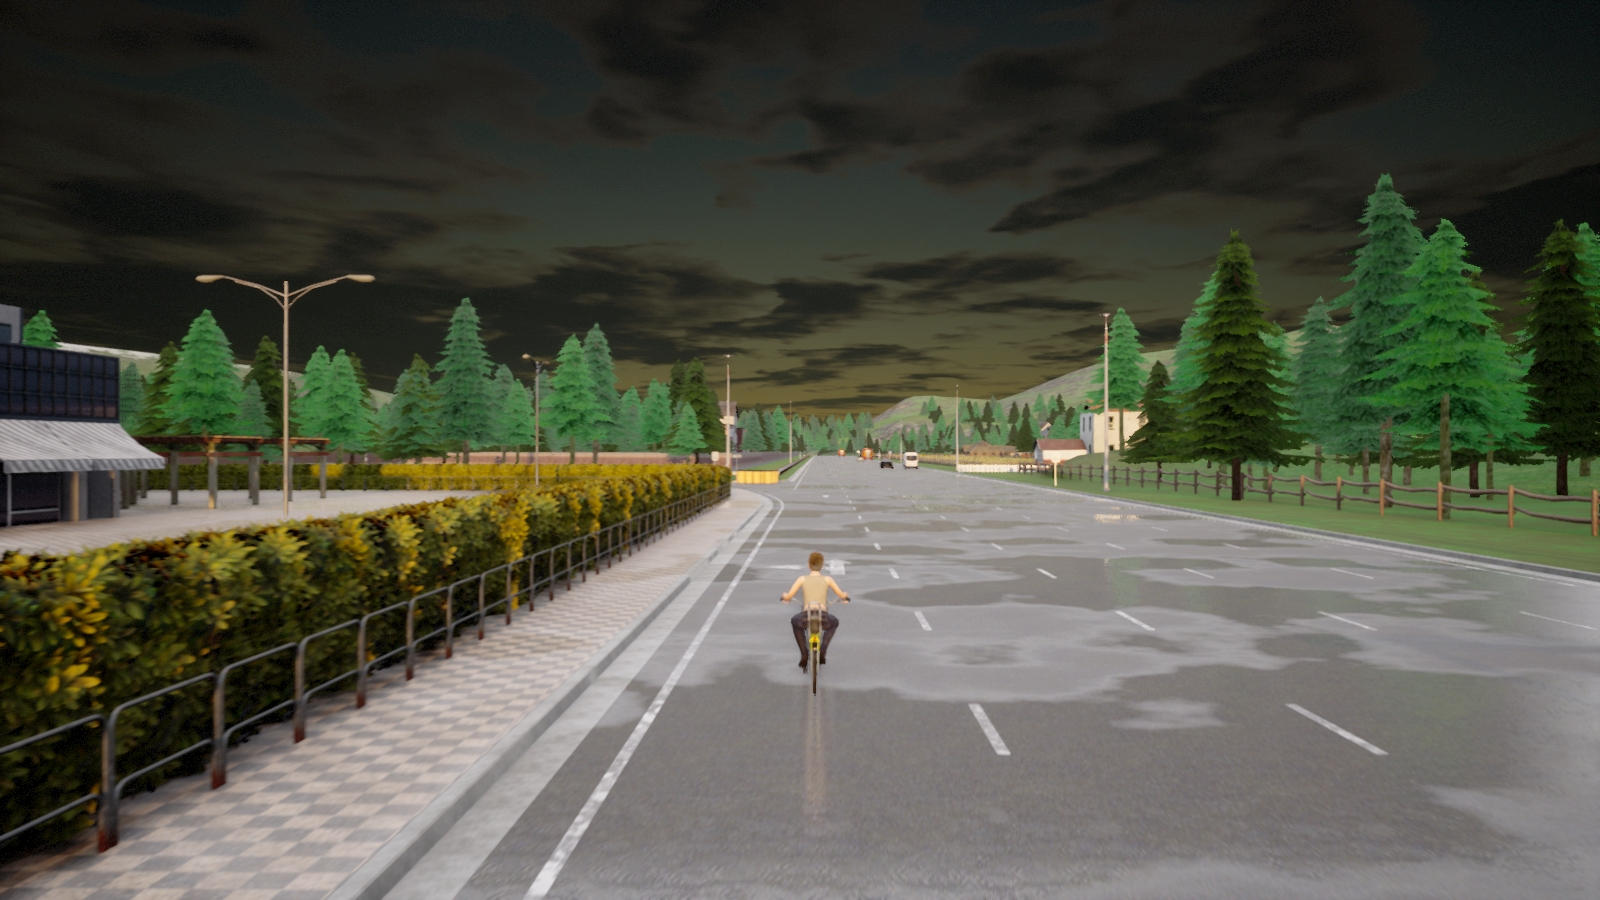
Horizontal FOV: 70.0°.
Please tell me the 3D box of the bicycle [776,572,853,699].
[{"bbox_3d":[0.181,2.168,13.606,0.859,1.276,1.487,0,0,1],"label":"bicycle"}]
